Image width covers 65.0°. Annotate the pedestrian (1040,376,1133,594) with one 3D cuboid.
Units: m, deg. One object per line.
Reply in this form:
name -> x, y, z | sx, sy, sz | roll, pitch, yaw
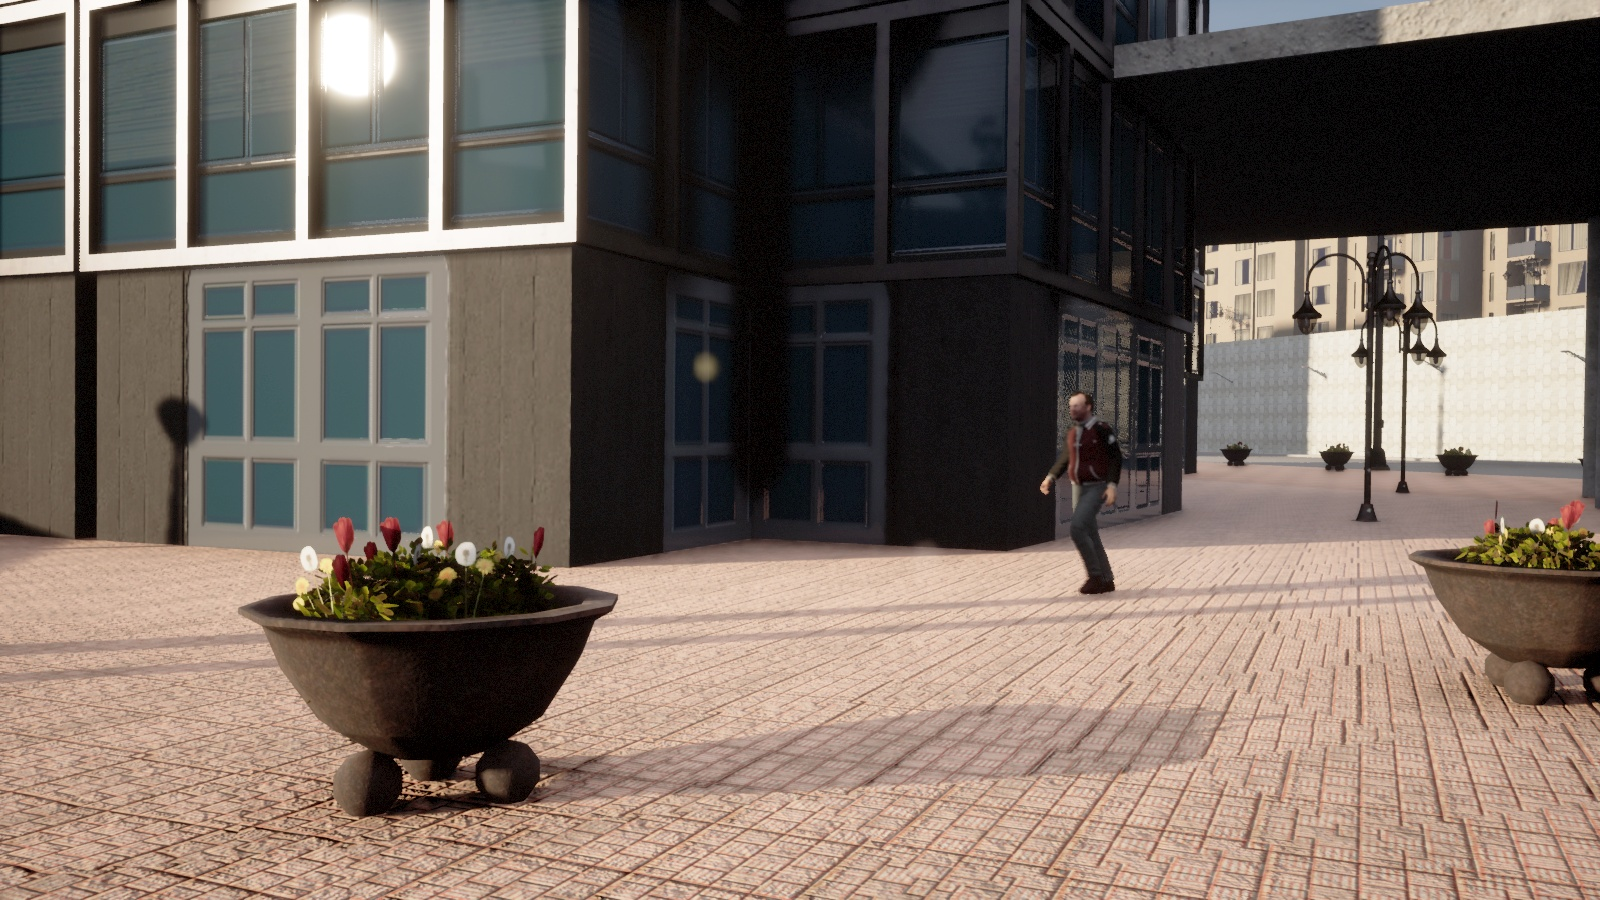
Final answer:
pedestrian -> 2.517, 0.290, 11.021 | 0.720, 1.854, 0.376 | -1, 1, -28
